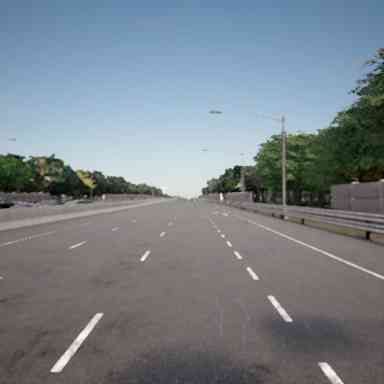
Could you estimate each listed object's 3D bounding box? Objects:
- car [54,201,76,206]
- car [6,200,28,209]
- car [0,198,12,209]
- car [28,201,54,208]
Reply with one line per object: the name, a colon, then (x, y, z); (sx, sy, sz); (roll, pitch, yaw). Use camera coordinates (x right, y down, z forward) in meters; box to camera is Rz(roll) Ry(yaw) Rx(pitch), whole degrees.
car: (-17.585, 2.205, 47.642); (1.812, 1.442, 4.674); (0, -1, 0)
car: (-24.576, 2.258, 48.524); (1.994, 1.385, 4.181); (0, -1, 0)
car: (-28.073, 1.913, 48.327); (2.150, 2.045, 5.566); (0, -1, 0)
car: (-21.080, 2.038, 47.954); (2.097, 1.767, 4.553); (0, -1, 0)
